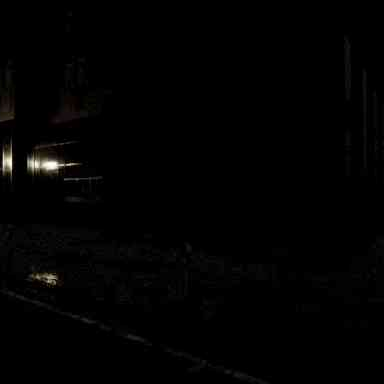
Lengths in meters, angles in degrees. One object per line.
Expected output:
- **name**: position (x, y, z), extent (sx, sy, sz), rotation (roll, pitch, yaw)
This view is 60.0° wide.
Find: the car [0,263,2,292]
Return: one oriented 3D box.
- **car**: position (-5.704, 1.565, 7.034), extent (4.313, 1.339, 1.947), rotation (0, 0, 35)
